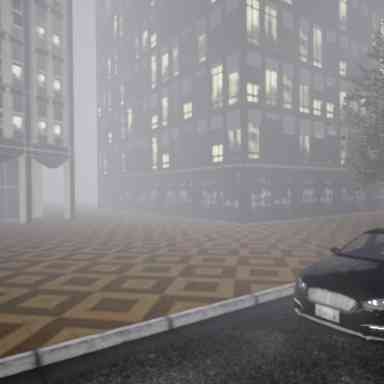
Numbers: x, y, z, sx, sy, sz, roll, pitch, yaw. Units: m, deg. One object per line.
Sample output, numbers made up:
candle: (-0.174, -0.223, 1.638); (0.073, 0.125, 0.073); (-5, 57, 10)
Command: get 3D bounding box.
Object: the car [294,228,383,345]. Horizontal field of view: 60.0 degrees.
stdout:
car: (3.924, 1.451, 6.169); (4.902, 1.511, 2.128); (0, 0, -35)
